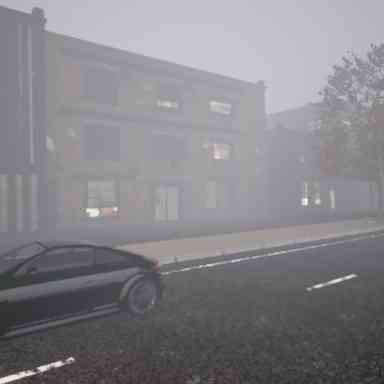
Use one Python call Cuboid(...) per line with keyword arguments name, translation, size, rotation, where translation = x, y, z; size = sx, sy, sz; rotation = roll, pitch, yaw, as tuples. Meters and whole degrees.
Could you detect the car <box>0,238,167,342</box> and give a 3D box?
Cuboid(name="car", translation=(-2.548, 1.556, 5.872), size=(4.181, 1.385, 1.994), rotation=(0, 0, -36))
